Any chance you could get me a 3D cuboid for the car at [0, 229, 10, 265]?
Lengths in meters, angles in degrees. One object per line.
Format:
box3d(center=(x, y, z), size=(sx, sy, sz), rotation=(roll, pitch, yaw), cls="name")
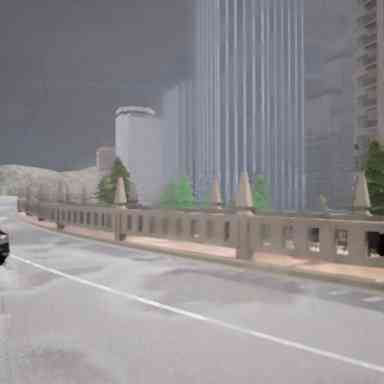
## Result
box3d(center=(-7.491, 1.495, 10.745), size=(4.902, 1.511, 2.128), rotation=(0, 0, 44), cls="car")
